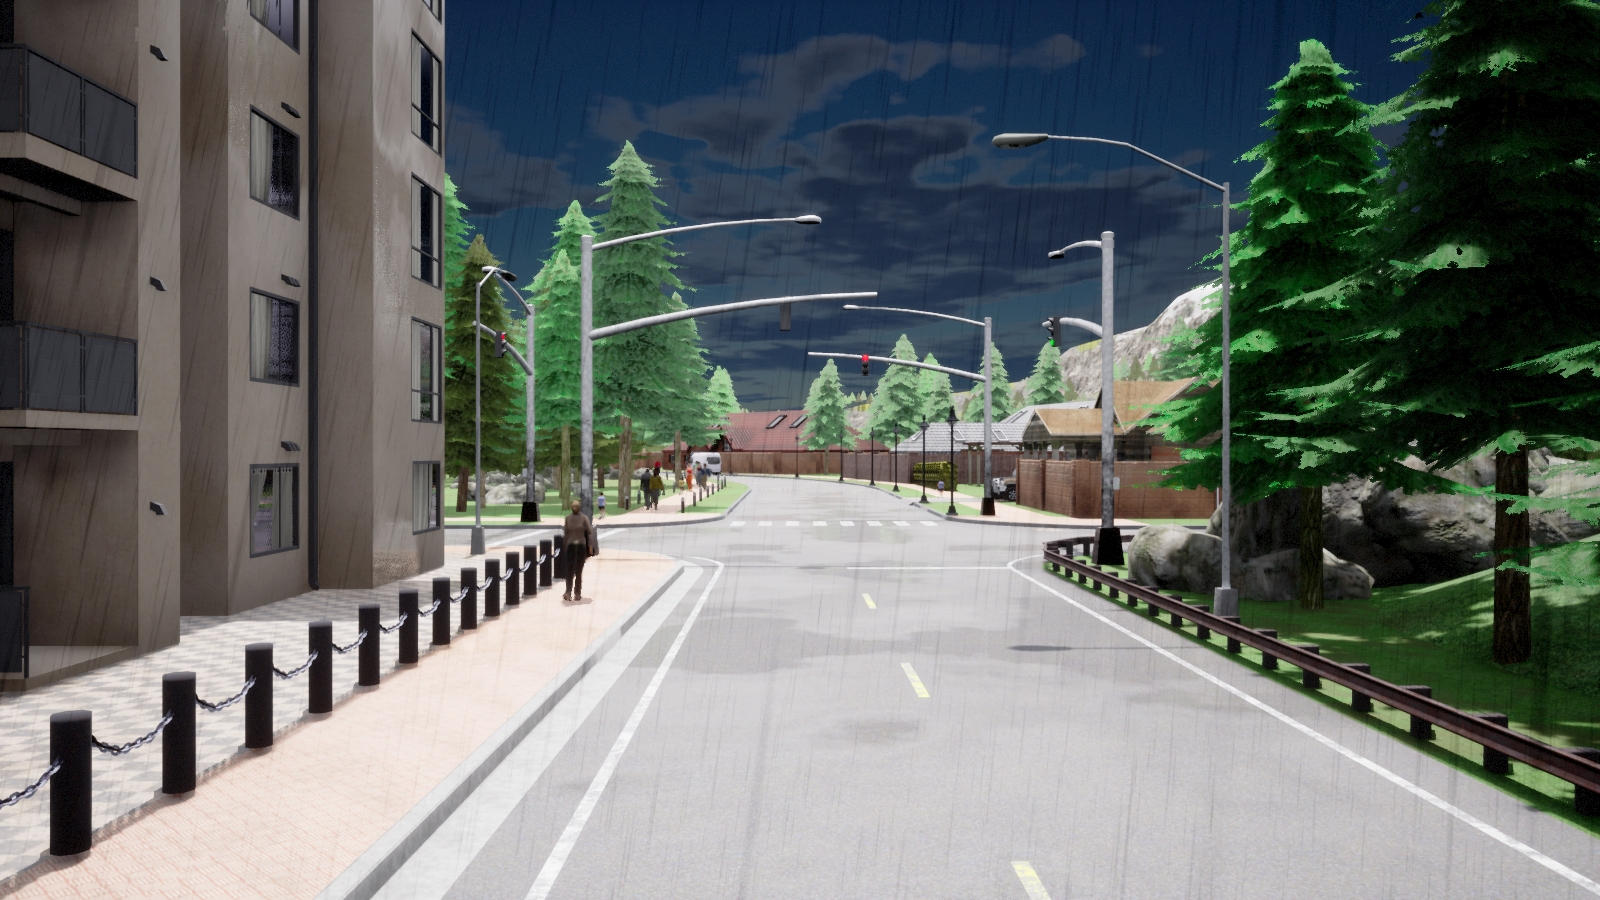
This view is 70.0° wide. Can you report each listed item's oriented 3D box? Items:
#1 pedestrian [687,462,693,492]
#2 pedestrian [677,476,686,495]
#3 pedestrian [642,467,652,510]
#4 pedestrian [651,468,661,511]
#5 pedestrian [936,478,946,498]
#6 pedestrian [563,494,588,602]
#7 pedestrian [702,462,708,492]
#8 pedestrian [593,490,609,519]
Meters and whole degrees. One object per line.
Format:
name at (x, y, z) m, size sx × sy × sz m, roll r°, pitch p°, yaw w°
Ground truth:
pedestrian at (-6.989, 1.707, 72.485) m, size 0.375 × 1.860 × 0.375 m, roll 0°, pitch 0°, yaw -5°
pedestrian at (-6.999, 2.084, 67.389) m, size 0.500 × 1.100 × 0.500 m, roll 0°, pitch 0°, yaw 2°
pedestrian at (-6.711, 1.695, 50.262) m, size 0.375 × 1.860 × 0.375 m, roll 0°, pitch 0°, yaw 3°
pedestrian at (-6.210, 1.693, 49.337) m, size 0.375 × 1.860 × 0.375 m, roll 0°, pitch 0°, yaw 3°
pedestrian at (7.809, 2.087, 63.313) m, size 0.500 × 1.100 × 0.500 m, roll 0°, pitch 0°, yaw -3°
pedestrian at (-3.920, 1.708, 19.960) m, size 0.375 × 1.860 × 0.375 m, roll 0°, pitch 0°, yaw -1°
pedestrian at (-6.044, 1.707, 72.421) m, size 0.375 × 1.860 × 0.375 m, roll 0°, pitch 0°, yaw -2°
pedestrian at (-7.606, 2.084, 43.734) m, size 0.500 × 1.100 × 0.500 m, roll 0°, pitch 0°, yaw 7°
